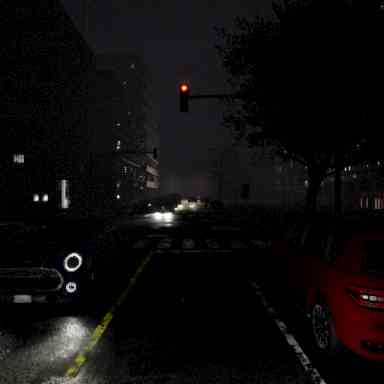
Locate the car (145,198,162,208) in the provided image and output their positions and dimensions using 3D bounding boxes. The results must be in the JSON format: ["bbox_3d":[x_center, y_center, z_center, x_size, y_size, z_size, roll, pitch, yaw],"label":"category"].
[{"bbox_3d":[-5.665,1.573,49.358,2.008,1.369,4.403,0,0,0],"label":"car"}]

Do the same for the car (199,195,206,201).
[{"bbox_3d":[2.733,1.620,88.083,1.887,1.381,4.507,0,0,0],"label":"car"}]

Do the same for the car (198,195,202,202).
[{"bbox_3d":[2.723,1.624,65.951,1.802,1.307,4.206,0,0,0],"label":"car"}]

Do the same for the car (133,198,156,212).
[{"bbox_3d":[-5.670,1.562,38.292,2.008,1.369,4.403,0,0,0],"label":"car"}]

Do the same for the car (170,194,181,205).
[{"bbox_3d":[-3.062,1.500,49.409,1.882,1.535,5.008,0,0,0],"label":"car"}]

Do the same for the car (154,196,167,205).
[{"bbox_3d":[-5.660,1.475,60.424,1.967,1.590,4.097,0,0,0],"label":"car"}]

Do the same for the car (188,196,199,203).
[{"bbox_3d":[0.137,1.611,69.468,1.994,1.385,4.181,0,0,0],"label":"car"}]

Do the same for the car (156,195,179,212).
[{"bbox_3d":[-3.074,1.504,39.188,2.128,1.511,4.902,0,0,2],"label":"car"}]

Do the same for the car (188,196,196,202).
[{"bbox_3d":[0.040,1.656,79.369,1.895,1.301,4.718,0,0,0],"label":"car"}]

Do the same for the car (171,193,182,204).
[{"bbox_3d":[-3.037,1.256,60.122,2.150,2.045,5.566,0,0,0],"label":"car"}]

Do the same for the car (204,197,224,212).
[{"bbox_3d":[2.710,1.556,38.288,1.887,1.381,4.507,0,0,0],"label":"car"}]

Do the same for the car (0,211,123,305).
[{"bbox_3d":[-3.122,1.351,8.294,2.097,1.767,4.553,0,0,-1],"label":"car"}]

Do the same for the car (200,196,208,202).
[{"bbox_3d":[2.728,1.583,77.187,1.752,1.417,4.829,0,0,0],"label":"car"}]

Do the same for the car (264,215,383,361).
[{"bbox_3d":[2.696,1.315,5.900,2.192,1.841,5.009,0,0,0],"label":"car"}]

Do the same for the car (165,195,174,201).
[{"bbox_3d":[-5.650,1.506,82.554,1.967,1.590,4.097,0,0,0],"label":"car"}]

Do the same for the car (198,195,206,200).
[{"bbox_3d":[2.736,1.637,93.615,2.008,1.369,4.403,0,0,0],"label":"car"}]

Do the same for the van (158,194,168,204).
[{"bbox_3d":[-5.657,1.383,65.957,1.690,1.788,3.998,0,0,0],"label":"van"}]

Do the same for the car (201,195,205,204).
[{"bbox_3d":[2.715,1.548,49.524,1.752,1.417,4.829,0,0,0],"label":"car"}]
